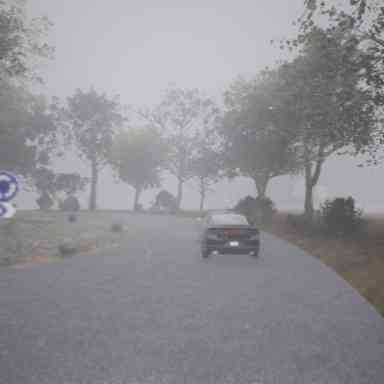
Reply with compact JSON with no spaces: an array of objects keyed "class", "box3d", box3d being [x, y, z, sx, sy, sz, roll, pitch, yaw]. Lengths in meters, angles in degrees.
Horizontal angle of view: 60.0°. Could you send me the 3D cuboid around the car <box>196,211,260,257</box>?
[{"class":"car","box3d":[1.237,1.453,12.831,1.882,1.535,5.008,1,0,-2]}]
